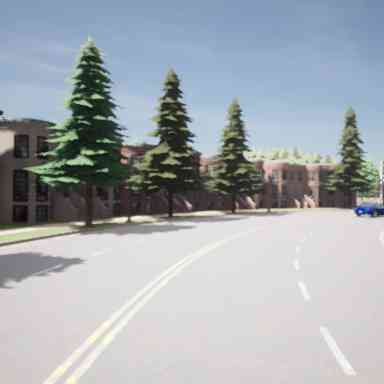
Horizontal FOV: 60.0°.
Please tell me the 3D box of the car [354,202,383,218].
[{"bbox_3d":[19.281,1.856,35.251,5.008,1.535,1.882,1,0,-32],"label":"car"}]
